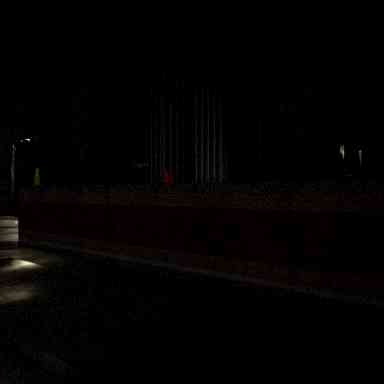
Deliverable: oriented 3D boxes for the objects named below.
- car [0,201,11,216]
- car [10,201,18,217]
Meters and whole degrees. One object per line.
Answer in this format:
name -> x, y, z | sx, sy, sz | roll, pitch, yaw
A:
car -> -16.455, 1.547, 29.138 | 2.128, 1.511, 4.902 | 0, 0, 37
car -> -12.297, 1.603, 28.858 | 2.033, 1.411, 5.357 | 0, 0, 37
